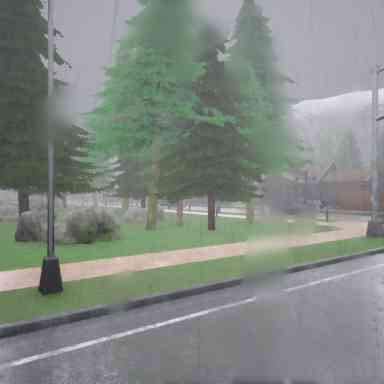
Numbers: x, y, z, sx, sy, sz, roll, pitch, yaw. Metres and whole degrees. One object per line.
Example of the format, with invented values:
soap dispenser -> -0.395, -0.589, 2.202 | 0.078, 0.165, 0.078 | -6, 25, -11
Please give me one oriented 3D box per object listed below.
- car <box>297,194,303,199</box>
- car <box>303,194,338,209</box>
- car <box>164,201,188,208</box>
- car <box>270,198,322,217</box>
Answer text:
car -> 14.856, 1.161, 44.179 | 3.866, 1.878, 1.905 | 0, 0, -37
car -> 16.682, 1.160, 42.408 | 4.605, 1.855, 1.932 | 0, 0, -37
car -> -2.540, 1.477, 46.372 | 2.128, 1.511, 4.902 | 0, 0, -37
car -> 9.303, 1.549, 30.691 | 1.994, 1.385, 4.181 | 0, 0, -37
